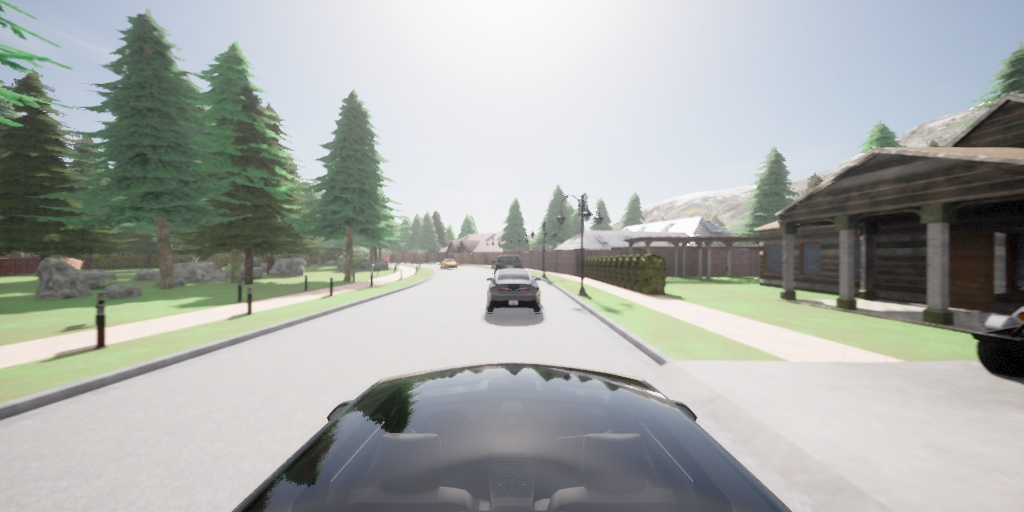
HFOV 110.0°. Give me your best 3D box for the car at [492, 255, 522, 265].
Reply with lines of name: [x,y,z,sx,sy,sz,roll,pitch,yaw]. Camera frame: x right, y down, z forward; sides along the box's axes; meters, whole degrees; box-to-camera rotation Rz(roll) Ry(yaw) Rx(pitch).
car: [-0.377,0.935,28.112,2.150,2.045,5.566,0,0,-4]

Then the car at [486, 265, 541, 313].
car: [0.069,1.236,13.734,1.837,1.490,4.892,0,0,0]

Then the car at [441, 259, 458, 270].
car: [-8.999,1.156,51.403,1.882,1.535,5.008,0,0,-19]
